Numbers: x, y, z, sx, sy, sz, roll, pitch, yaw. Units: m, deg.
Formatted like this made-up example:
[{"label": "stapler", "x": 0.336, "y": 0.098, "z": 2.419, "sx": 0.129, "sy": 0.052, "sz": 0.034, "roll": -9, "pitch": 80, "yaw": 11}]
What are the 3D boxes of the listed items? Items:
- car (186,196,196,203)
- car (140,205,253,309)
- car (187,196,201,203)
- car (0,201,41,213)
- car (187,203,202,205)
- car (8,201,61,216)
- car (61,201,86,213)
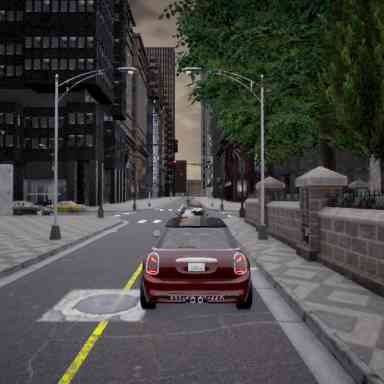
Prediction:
[{"label": "car", "x": -0.230, "y": 1.714, "z": 78.329, "sx": 2.128, "sy": 1.511, "sz": 4.902, "roll": 0, "pitch": 0, "yaw": 0}, {"label": "car", "x": 0.075, "y": 1.357, "z": 8.046, "sx": 2.097, "sy": 1.767, "sz": 4.553, "roll": 0, "pitch": 0, "yaw": 0}, {"label": "car", "x": 0.313, "y": 1.647, "z": 48.865, "sx": 1.994, "sy": 1.385, "sz": 4.181, "roll": 0, "pitch": 0, "yaw": -4}, {"label": "car", "x": -20.225, "y": 1.709, "z": 38.625, "sx": 4.403, "sy": 1.369, "sz": 2.008, "roll": 0, "pitch": -1, "yaw": 0}, {"label": "car", "x": 0.044, "y": 1.542, "z": 18.172, "sx": 1.812, "sy": 1.442, "sz": 4.674, "roll": 0, "pitch": 0, "yaw": 0}, {"label": "car", "x": -14.725, "y": 1.518, "z": 30.088, "sx": 4.403, "sy": 1.369, "sz": 2.008, "roll": 0, "pitch": -1, "yaw": 0}, {"label": "car", "x": -14.883, "y": 1.676, "z": 38.612, "sx": 4.829, "sy": 1.417, "sz": 1.752, "roll": 0, "pitch": -1, "yaw": 0}]
